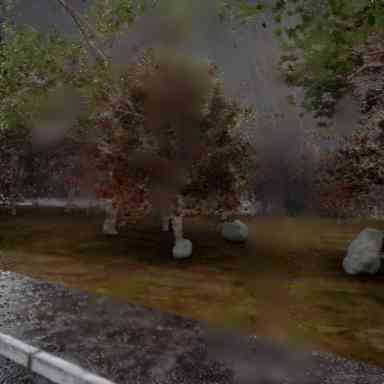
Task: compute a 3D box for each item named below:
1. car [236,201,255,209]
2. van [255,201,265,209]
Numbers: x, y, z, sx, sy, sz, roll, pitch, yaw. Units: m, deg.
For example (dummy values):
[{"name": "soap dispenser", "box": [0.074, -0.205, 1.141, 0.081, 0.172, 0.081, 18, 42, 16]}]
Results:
[{"name": "car", "box": [13.211, 3.283, 87.118, 5.566, 2.045, 2.435, 3, 0, -44]}, {"name": "van", "box": [17.121, 3.542, 90.918, 4.442, 1.987, 1.878, 3, 0, -44]}]
